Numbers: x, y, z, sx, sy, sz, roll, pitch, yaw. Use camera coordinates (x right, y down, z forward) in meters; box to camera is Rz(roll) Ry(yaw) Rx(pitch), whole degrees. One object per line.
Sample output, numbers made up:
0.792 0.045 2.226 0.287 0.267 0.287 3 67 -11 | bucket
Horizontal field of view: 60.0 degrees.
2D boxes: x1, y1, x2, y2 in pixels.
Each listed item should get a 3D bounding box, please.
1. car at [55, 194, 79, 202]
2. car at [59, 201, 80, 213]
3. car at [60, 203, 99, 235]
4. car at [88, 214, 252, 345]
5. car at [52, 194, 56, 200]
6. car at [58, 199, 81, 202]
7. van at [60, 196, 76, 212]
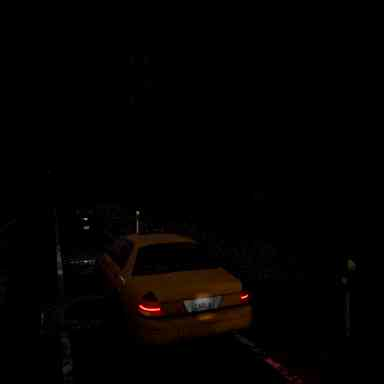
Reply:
-12.487 1.316 33.986 2.192 1.841 5.009 0 0 -23 | car
-8.244 1.552 23.785 2.008 1.369 4.403 0 0 -23 | car
-6.122 1.551 18.686 2.008 1.369 4.403 0 0 -23 | car
-0.841 1.457 6.750 1.801 1.575 5.366 0 0 -23 | car
-31.731 1.470 79.499 1.967 1.590 4.097 0 0 -24 | car
-10.365 1.567 28.885 1.947 1.339 4.313 0 0 -23 | car
-14.609 1.343 39.085 1.690 1.788 3.998 0 0 -23 | van
